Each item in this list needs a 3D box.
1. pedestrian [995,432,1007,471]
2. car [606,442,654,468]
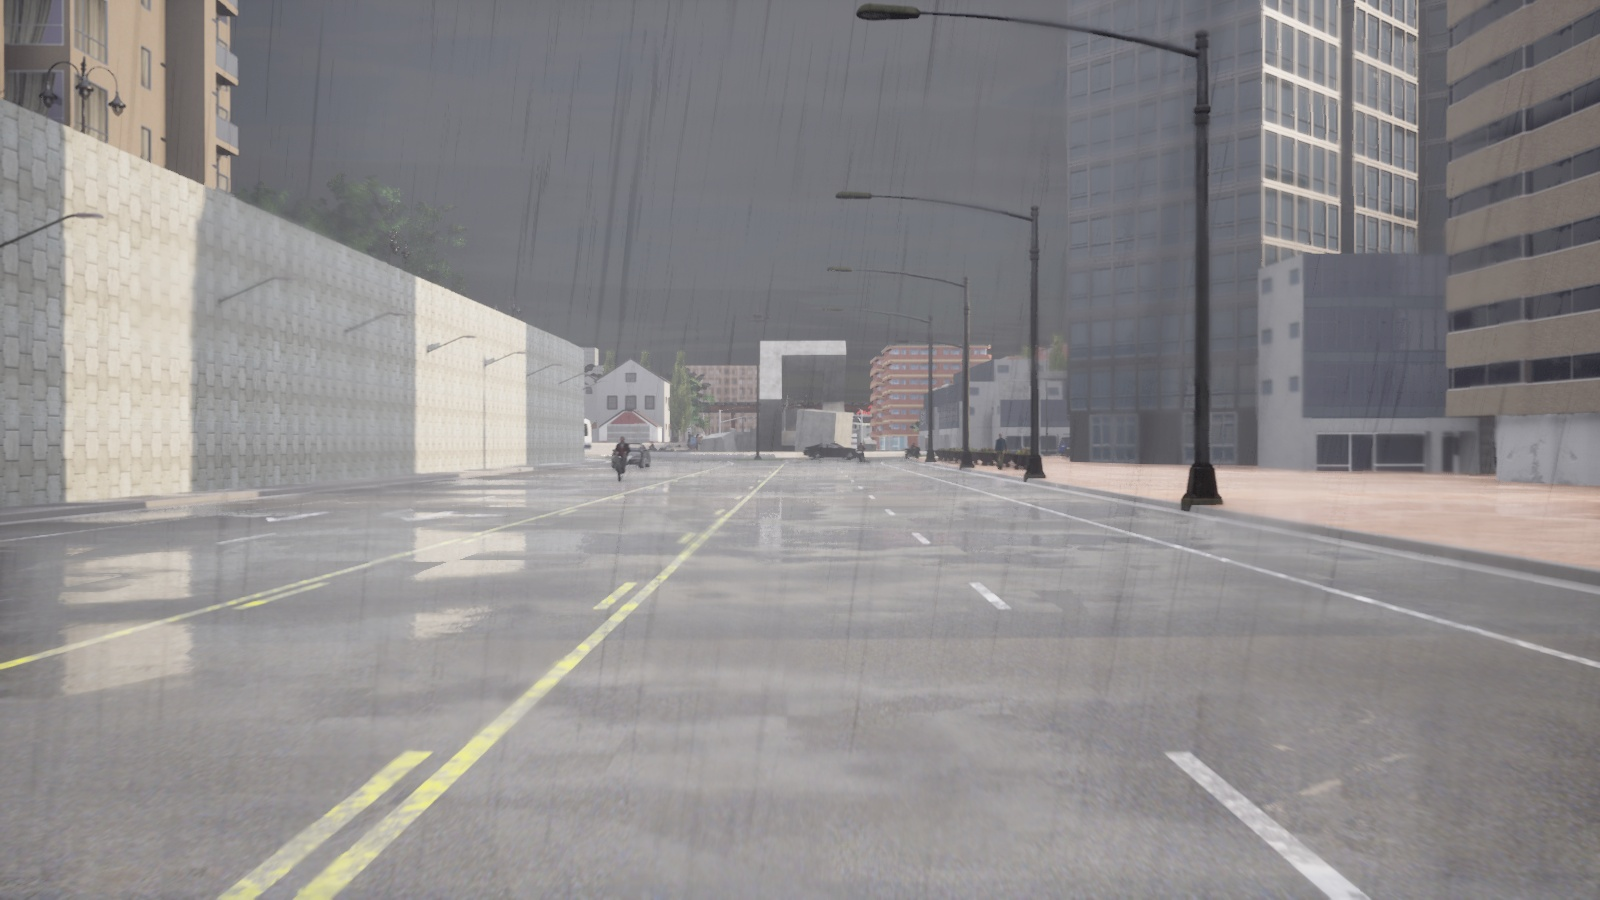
[{"bbox_3d":[9.717,0.067,60.748,0.402,1.842,0.726,0,0,-3],"label":"pedestrian"},{"bbox_3d":[-10.060,0.274,74.618,2.128,1.511,4.902,0,0,0],"label":"car"}]
